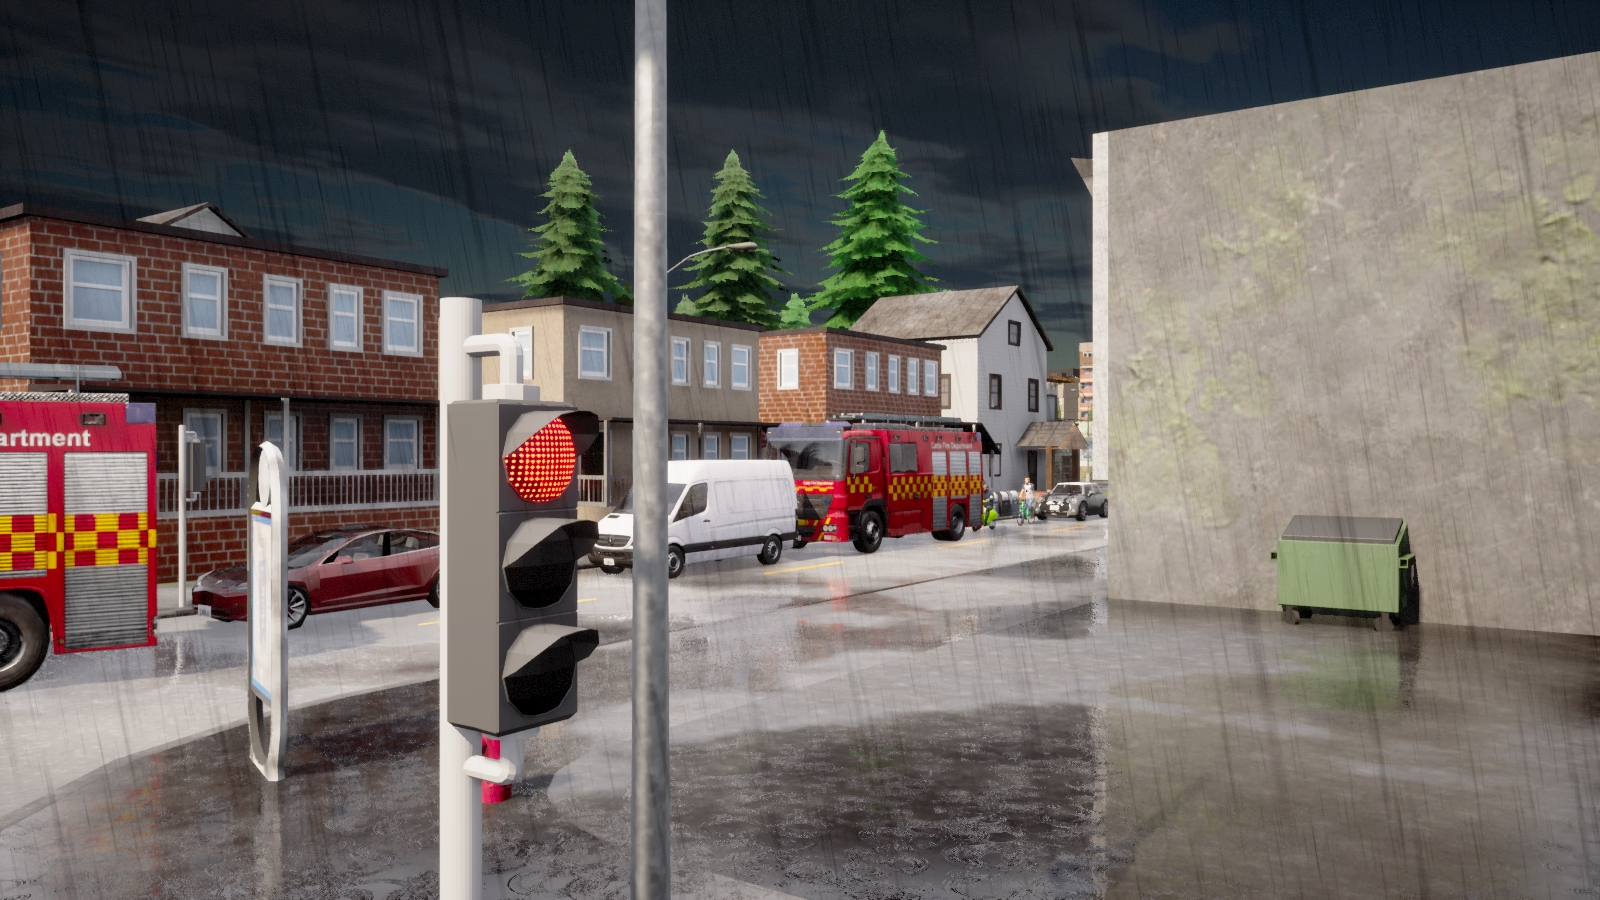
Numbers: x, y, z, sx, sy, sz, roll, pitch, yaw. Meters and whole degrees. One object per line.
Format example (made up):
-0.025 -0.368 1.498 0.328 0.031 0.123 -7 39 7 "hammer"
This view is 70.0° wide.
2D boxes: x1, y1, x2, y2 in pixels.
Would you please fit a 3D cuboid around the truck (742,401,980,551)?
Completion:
2.054 0.663 33.403 2.891 3.827 8.468 0 0 35 "truck"

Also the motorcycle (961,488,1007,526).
6.398 1.954 39.613 0.856 1.236 1.805 0 0 35 "motorcycle"

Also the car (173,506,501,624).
-7.706 1.835 19.492 2.163 1.488 4.792 0 0 35 "car"

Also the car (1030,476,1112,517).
11.003 1.837 46.179 1.970 1.475 3.806 0 0 35 "car"

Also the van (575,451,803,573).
-2.442 1.307 26.996 1.988 2.561 5.915 0 0 35 "van"

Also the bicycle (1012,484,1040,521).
8.406 1.928 42.476 0.373 1.296 1.643 0 0 35 "bicycle"

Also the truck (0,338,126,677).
-12.362 0.662 12.504 8.468 3.827 2.891 0 0 -33 "truck"
